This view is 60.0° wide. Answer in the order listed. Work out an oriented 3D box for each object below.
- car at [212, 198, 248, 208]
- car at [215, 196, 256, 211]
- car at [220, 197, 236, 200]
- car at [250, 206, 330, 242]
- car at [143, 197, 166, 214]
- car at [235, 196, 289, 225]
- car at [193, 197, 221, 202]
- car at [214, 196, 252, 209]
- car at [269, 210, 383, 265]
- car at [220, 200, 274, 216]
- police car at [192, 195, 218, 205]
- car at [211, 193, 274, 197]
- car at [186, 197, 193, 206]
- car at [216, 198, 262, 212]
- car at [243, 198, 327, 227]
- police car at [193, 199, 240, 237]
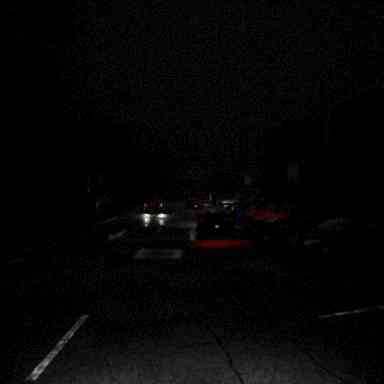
[{"bbox_3d":[5.464,1.571,47.496,4.674,1.452,2.002,1,0,-20],"label":"car"},{"bbox_3d":[5.408,1.388,41.487,4.553,1.767,2.185,1,0,-20],"label":"car"},{"bbox_3d":[5.211,1.485,29.414,5.366,1.575,1.946,1,0,-20],"label":"car"},{"bbox_3d":[5.297,1.509,14.461,4.792,1.488,2.163,1,0,-20],"label":"car"},{"bbox_3d":[-3.998,1.368,36.215,2.097,1.767,4.553,0,0,0],"label":"car"},{"bbox_3d":[5.379,1.356,20.482,4.553,1.767,2.185,1,0,-20],"label":"car"},{"bbox_3d":[1.225,1.459,28.385,1.801,1.575,5.366,0,0,0],"label":"car"},{"bbox_3d":[5.421,1.396,44.488,4.553,1.767,2.185,1,0,-20],"label":"car"},{"bbox_3d":[5.319,1.520,11.469,4.674,1.452,2.002,1,0,-20],"label":"car"},{"bbox_3d":[5.370,1.524,32.472,4.792,1.488,2.163,1,0,-20],"label":"car"},{"bbox_3d":[1.248,1.438,34.305,1.930,1.638,5.238,0,0,0],"label":"police car"},{"bbox_3d":[5.390,1.249,35.473,5.566,2.045,2.435,1,0,-20],"label":"car"},{"bbox_3d":[0.111,1.546,54.676,1.882,1.535,5.008,0,0,0],"label":"car"},{"bbox_3d":[5.401,1.536,38.473,4.792,1.488,2.163,1,0,-20],"label":"car"},{"bbox_3d":[5.367,1.355,17.481,4.553,1.767,2.185,1,0,-20],"label":"car"},{"bbox_3d":[1.190,1.420,18.305,1.930,1.638,5.238,0,0,0],"label":"police car"}]
